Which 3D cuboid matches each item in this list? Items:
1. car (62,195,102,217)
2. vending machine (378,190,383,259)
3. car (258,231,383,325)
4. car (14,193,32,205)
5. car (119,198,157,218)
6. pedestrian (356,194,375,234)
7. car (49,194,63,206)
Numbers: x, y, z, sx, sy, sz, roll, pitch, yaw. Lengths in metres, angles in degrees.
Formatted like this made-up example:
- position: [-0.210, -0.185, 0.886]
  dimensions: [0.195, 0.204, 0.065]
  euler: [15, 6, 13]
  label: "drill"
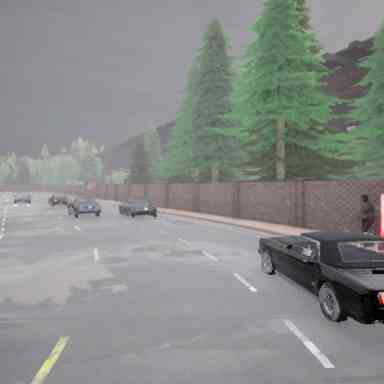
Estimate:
- position: [-8.475, 1.116, 25.971]
  dimensions: [2.033, 1.411, 5.357]
  euler: [-1, 1, -28]
  label: "car"
- position: [6.499, 1.005, 10.188]
  dimensions: [1.100, 2.100, 0.880]
  euler: [0, 1, -12]
  label: "vending machine"
- position: [2.966, 1.473, 6.951]
  dimensions: [1.895, 1.301, 4.718]
  euler: [0, 1, -8]
  label: "car"
- position: [-21.903, 0.827, 43.008]
  dimensions: [1.812, 1.442, 4.674]
  euler: [-1, 1, -28]
  label: "car"
- position: [-4.179, 1.137, 25.211]
  dimensions: [1.994, 1.385, 4.181]
  euler: [-1, 1, -27]
  label: "car"
- position: [5.809, 0.939, 11.017]
  dimensions: [0.375, 1.860, 0.375]
  euler: [0, 1, -14]
  label: "pedestrian"
- position: [-15.989, 0.945, 39.839]
  dimensions: [1.895, 1.301, 4.718]
  euler: [-1, 1, -28]
  label: "car"
